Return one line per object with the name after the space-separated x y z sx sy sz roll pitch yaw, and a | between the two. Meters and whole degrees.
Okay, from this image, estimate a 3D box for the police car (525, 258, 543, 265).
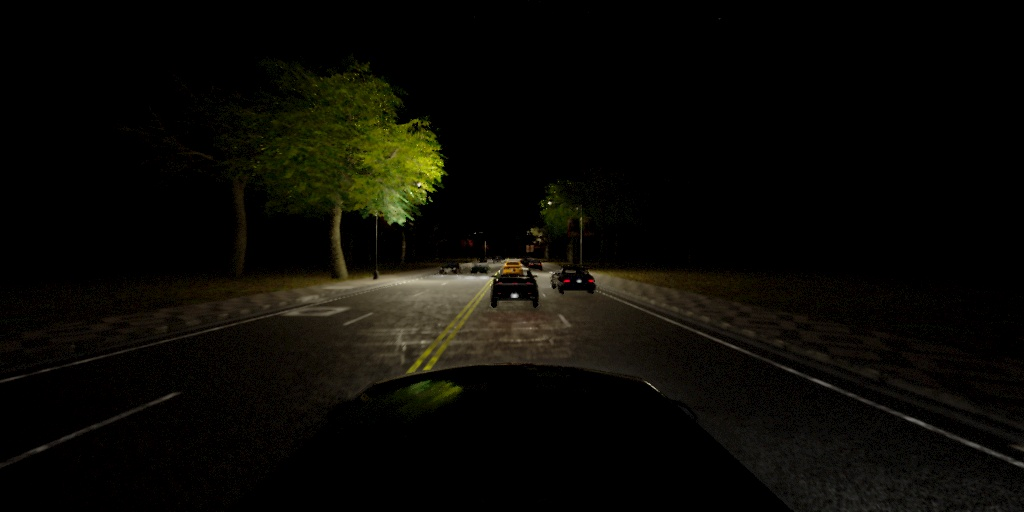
3.238 1.282 51.009 2.038 1.542 4.974 0 0 0 | police car

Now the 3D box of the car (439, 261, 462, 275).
-6.590 1.292 38.998 1.812 1.442 4.674 0 0 0 | car

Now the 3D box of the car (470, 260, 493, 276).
-3.344 1.367 38.126 1.895 1.301 4.718 0 0 0 | car

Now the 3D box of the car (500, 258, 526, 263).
0.091 1.242 35.327 1.882 1.535 5.008 0 0 0 | car

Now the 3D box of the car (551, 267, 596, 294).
3.346 1.304 20.389 2.033 1.411 5.357 0 0 0 | car

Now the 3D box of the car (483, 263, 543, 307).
0.097 1.246 15.583 2.128 1.511 4.902 0 0 0 | car
